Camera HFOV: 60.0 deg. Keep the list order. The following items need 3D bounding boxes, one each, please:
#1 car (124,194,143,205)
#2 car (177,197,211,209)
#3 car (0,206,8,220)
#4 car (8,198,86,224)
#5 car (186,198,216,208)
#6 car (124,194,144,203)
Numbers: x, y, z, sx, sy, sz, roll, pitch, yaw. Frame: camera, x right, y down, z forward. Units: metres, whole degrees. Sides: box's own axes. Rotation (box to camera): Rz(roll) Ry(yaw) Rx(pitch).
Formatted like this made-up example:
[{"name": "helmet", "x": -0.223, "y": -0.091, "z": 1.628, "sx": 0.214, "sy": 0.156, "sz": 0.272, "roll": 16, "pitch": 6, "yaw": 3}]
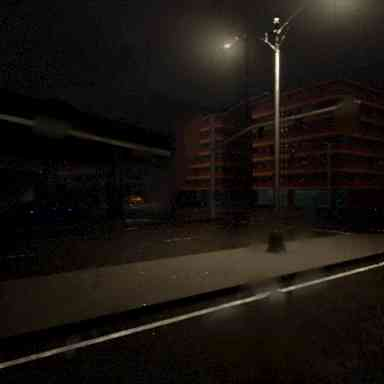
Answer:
[{"name": "car", "x": -10.182, "y": 1.375, "z": 57.498, "sx": 1.882, "sy": 1.535, "sz": 5.008, "roll": 0, "pitch": 0, "yaw": -36}, {"name": "car", "x": -0.108, "y": 1.401, "z": 43.830, "sx": 2.128, "sy": 1.511, "sz": 4.902, "roll": 0, "pitch": 0, "yaw": -36}, {"name": "car", "x": -13.726, "y": 1.423, "z": 27.192, "sx": 3.806, "sy": 1.475, "sz": 1.970, "roll": 0, "pitch": 0, "yaw": -35}, {"name": "car", "x": -9.764, "y": 1.265, "z": 22.962, "sx": 4.611, "sy": 1.667, "sz": 2.242, "roll": 0, "pitch": 0, "yaw": -35}, {"name": "car", "x": 1.188, "y": 1.499, "z": 48.227, "sx": 1.895, "sy": 1.301, "sz": 4.718, "roll": 0, "pitch": 0, "yaw": -36}, {"name": "car", "x": -11.474, "y": 1.236, "z": 65.386, "sx": 2.097, "sy": 1.767, "sz": 4.553, "roll": 0, "pitch": 0, "yaw": -36}]
